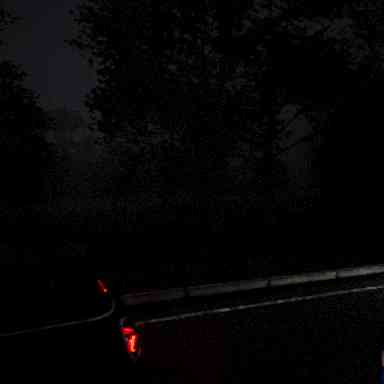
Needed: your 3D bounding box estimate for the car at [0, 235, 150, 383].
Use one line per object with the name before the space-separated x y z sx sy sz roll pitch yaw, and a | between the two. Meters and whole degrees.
car | -2.722 1.303 2.774 4.553 1.767 2.097 0 0 -24
